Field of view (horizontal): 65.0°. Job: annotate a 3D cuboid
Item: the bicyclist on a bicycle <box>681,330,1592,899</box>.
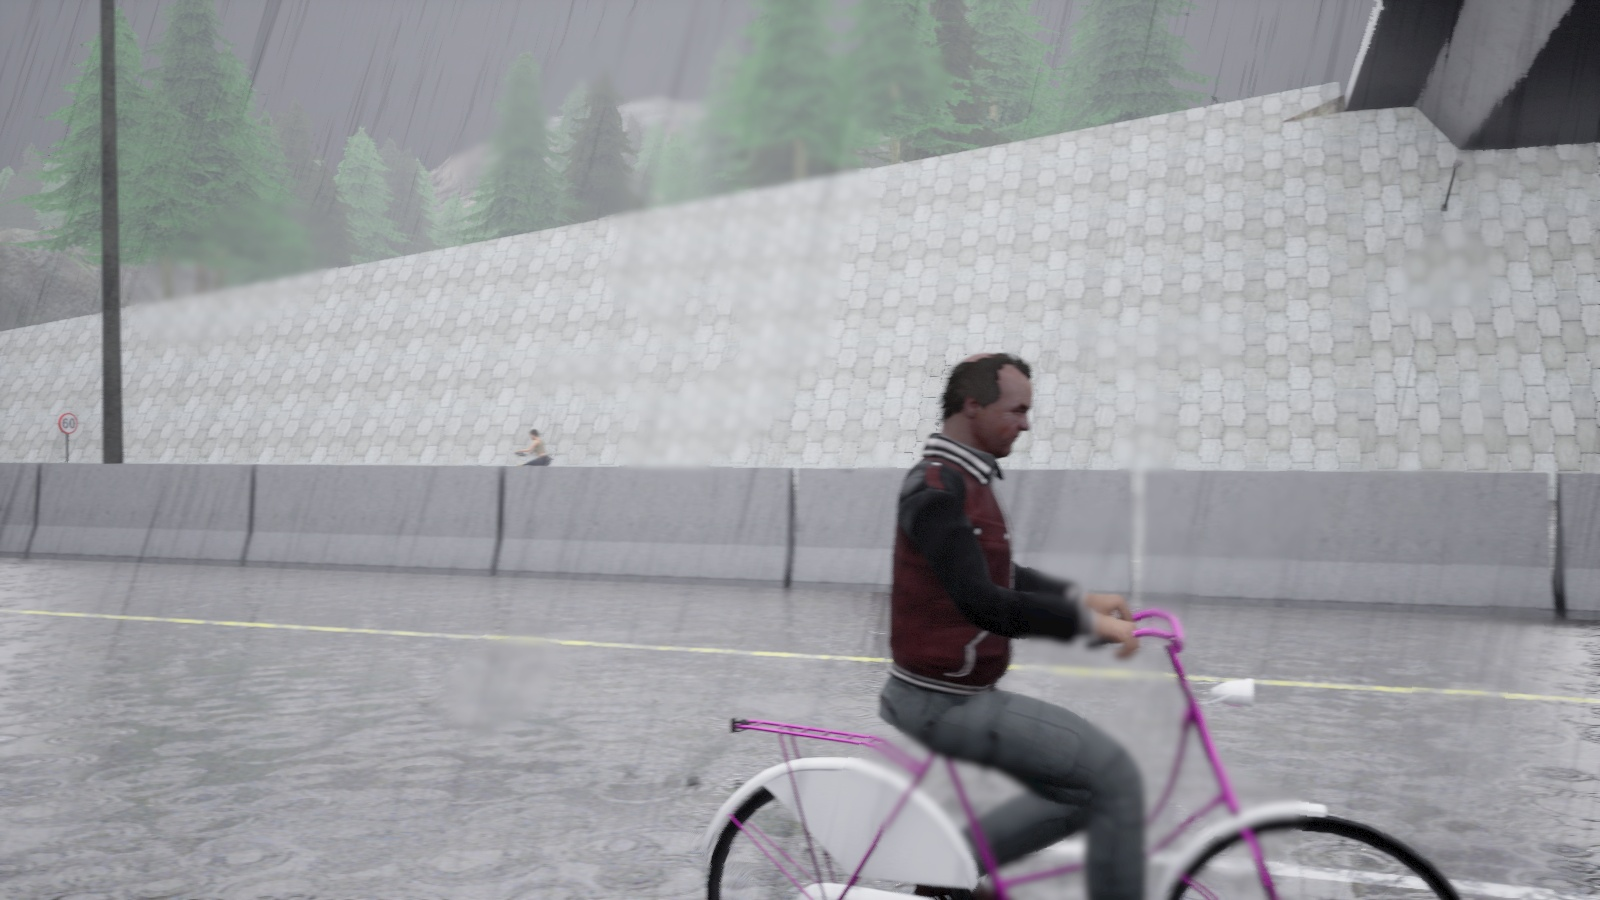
[{"bbox_3d":[0.702,0.652,2.955,1.843,1.776,0.659,0,1,19],"label":"bicyclist on a bicycle"}]
